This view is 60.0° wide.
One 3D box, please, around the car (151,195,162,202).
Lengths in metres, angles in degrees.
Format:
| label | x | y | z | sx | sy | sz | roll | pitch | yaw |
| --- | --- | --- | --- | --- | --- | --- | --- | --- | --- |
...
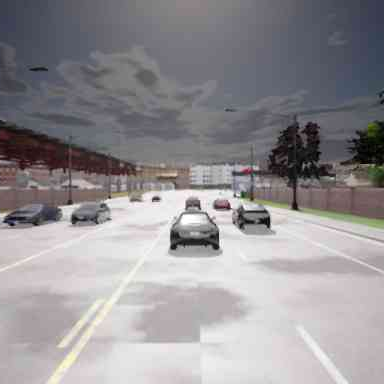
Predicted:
| label | x | y | z | sx | sy | sz | roll | pitch | yaw |
| --- | --- | --- | --- | --- | --- | --- | --- | --- | --- |
| car | -6.964 | 1.273 | 65.441 | 1.895 | 1.301 | 4.718 | 0 | 1 | 0 |

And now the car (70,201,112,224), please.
| label | x | y | z | sx | sy | sz | roll | pitch | yaw |
| --- | --- | --- | --- | --- | --- | --- | --- | --- | --- |
| car | -7.074 | 1.421 | 23.697 | 1.837 | 1.490 | 4.892 | 0 | 0 | 0 |

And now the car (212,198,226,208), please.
| label | x | y | z | sx | sy | sz | roll | pitch | yaw |
| --- | --- | --- | --- | --- | --- | --- | --- | --- | --- |
| car | 3.624 | 1.416 | 41.360 | 1.994 | 1.385 | 4.181 | 0 | 0 | 0 |

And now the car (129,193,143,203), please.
| label | x | y | z | sx | sy | sz | roll | pitch | yaw |
| --- | --- | --- | --- | --- | --- | --- | --- | --- | --- |
| car | -10.465 | 1.081 | 62.655 | 2.097 | 1.767 | 4.553 | 0 | 1 | 0 |

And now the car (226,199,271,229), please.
| label | x | y | z | sx | sy | sz | roll | pitch | yaw |
| --- | --- | --- | --- | --- | --- | --- | --- | --- | --- |
| car | 3.612 | 1.417 | 20.795 | 2.128 | 1.511 | 4.902 | 0 | 0 | 0 |

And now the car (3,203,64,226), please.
| label | x | y | z | sx | sy | sz | roll | pitch | yaw |
| --- | --- | --- | --- | --- | --- | --- | --- | --- | --- |
| car | -10.565 | 1.468 | 22.691 | 2.033 | 1.411 | 5.357 | 0 | 0 | 0 |

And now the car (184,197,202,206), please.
| label | x | y | z | sx | sy | sz | roll | pitch | yaw |
| --- | --- | --- | --- | --- | --- | --- | --- | --- | --- |
| car | 0.124 | 1.357 | 40.872 | 1.837 | 1.490 | 4.892 | 0 | 0 | 0 |

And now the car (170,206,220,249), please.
| label | x | y | z | sx | sy | sz | roll | pitch | yaw |
| --- | --- | --- | --- | --- | --- | --- | --- | --- | --- |
| car | 0.109 | 1.512 | 14.356 | 1.994 | 1.385 | 4.181 | 0 | 0 | 0 |
